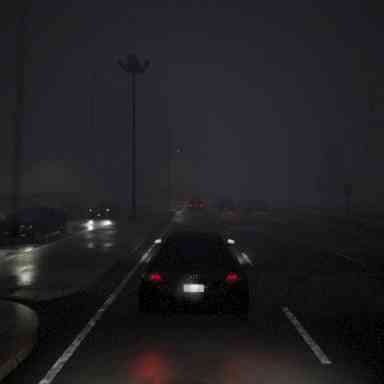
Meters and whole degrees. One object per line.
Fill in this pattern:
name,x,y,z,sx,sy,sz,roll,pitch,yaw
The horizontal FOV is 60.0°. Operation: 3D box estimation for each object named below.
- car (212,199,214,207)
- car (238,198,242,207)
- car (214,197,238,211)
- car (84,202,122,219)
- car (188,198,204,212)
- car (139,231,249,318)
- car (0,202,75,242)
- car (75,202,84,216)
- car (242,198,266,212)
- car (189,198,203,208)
car,4.090,1.491,50.174,2.128,1.511,4.902,0,0,1
car,7.578,1.564,49.714,1.994,1.385,4.181,0,0,1
car,3.977,1.505,39.847,1.837,1.490,4.892,0,0,1
car,-7.670,1.601,29.697,1.895,1.301,4.718,0,0,1
car,0.470,1.547,39.638,2.033,1.411,5.357,0,0,1
car,0.054,1.564,7.517,1.994,1.385,4.181,0,0,1
car,-7.866,1.478,16.670,1.882,1.535,5.008,0,0,1
car,-11.170,1.601,29.832,1.895,1.301,4.718,0,0,1
car,7.462,1.478,39.229,1.882,1.535,5.008,0,0,1
car,0.582,1.564,49.987,1.994,1.385,4.181,0,0,1
